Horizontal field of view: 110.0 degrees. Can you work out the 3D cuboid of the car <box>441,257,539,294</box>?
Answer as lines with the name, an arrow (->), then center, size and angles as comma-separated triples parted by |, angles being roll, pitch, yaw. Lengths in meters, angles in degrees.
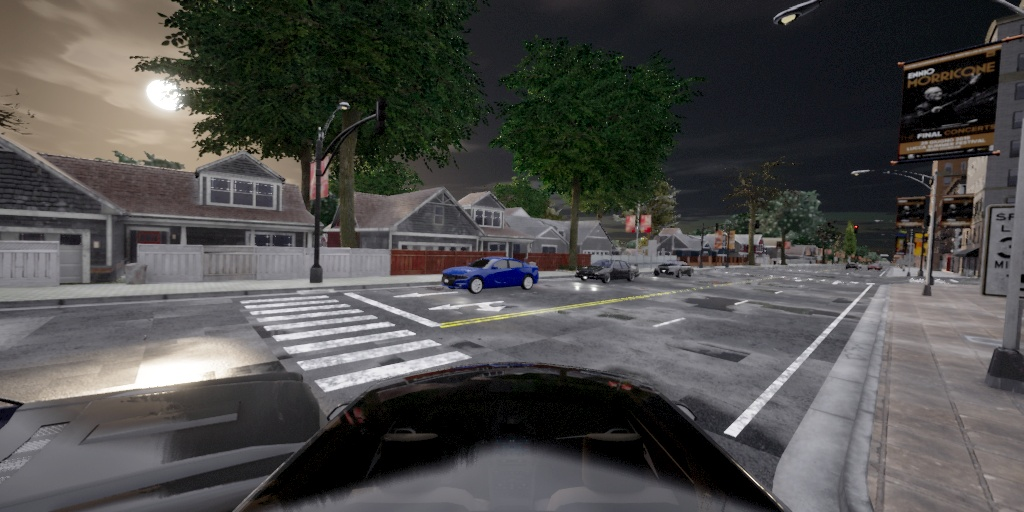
car -> -0.894, 0.784, 16.612 | 5.008, 1.535, 1.882 | 1, 2, -43

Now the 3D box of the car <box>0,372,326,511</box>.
car -> -3.317, 1.271, 1.462 | 4.718, 1.301, 1.895 | 1, 2, -33

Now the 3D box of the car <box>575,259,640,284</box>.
car -> 6.374, 0.938, 23.425 | 5.357, 1.411, 2.033 | 1, 2, -43

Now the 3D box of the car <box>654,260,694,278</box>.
car -> 13.673, 1.042, 30.239 | 4.181, 1.385, 1.994 | 1, 2, -43
